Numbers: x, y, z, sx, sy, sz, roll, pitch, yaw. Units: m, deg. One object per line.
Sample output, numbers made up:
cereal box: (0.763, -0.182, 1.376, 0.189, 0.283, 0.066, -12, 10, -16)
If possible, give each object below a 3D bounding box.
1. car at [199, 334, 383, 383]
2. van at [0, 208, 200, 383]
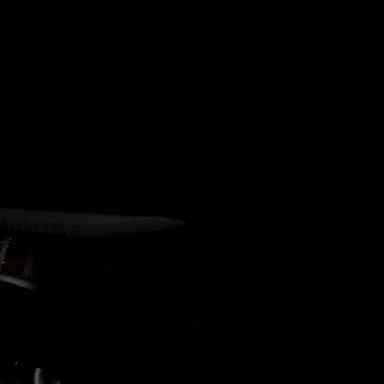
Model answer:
car: (2.536, 1.518, 1.455, 4.674, 1.452, 2.002, 0, 0, 36)
van: (-2.097, 1.257, 4.726, 4.442, 1.987, 1.878, 0, 0, 35)
